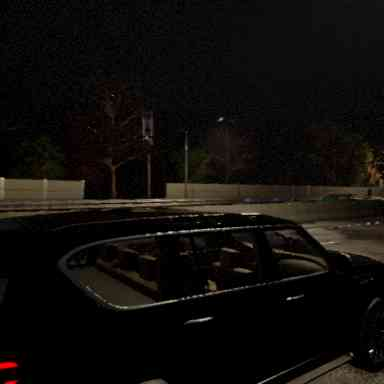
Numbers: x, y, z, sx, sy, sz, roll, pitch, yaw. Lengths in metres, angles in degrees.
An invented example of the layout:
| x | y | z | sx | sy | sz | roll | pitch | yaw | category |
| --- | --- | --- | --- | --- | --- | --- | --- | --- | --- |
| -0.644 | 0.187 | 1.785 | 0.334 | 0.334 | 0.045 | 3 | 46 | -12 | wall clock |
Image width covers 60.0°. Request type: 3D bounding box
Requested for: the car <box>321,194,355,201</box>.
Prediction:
| x | y | z | sx | sy | sz | roll | pitch | yaw | category |
| --- | --- | --- | --- | --- | --- | --- | --- | --- | --- |
| 15.772 | 1.211 | 36.728 | 5.566 | 2.045 | 2.150 | 0 | 0 | -35 | car |

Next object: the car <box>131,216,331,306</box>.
| x | y | z | sx | sy | sz | roll | pitch | yaw | category |
| --- | --- | --- | --- | --- | --- | --- | --- | --- | --- |
| 1.267 | 1.542 | 8.951 | 5.357 | 1.411 | 2.033 | 0 | 0 | -36 | car |

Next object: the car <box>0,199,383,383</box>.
| x | y | z | sx | sy | sz | roll | pitch | yaw | category |
| --- | --- | --- | --- | --- | --- | --- | --- | --- | --- |
| 0.309 | 1.220 | 3.968 | 5.566 | 2.045 | 2.150 | 0 | 0 | -36 | car |

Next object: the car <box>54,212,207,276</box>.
| x | y | z | sx | sy | sz | roll | pitch | yaw | category |
| --- | --- | --- | --- | --- | --- | --- | --- | --- | --- |
| -1.888 | 1.522 | 10.999 | 4.674 | 1.442 | 1.812 | 0 | 0 | -36 | car |

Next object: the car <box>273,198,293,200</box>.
| x | y | z | sx | sy | sz | roll | pitch | yaw | category |
| --- | --- | --- | --- | --- | --- | --- | --- | --- | --- |
| 10.824 | 1.492 | 37.501 | 4.892 | 1.490 | 1.837 | 1 | 0 | -35 | car |

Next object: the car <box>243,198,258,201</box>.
| x | y | z | sx | sy | sz | roll | pitch | yaw | category |
| --- | --- | --- | --- | --- | --- | --- | --- | --- | --- |
| 7.898 | 1.533 | 44.005 | 5.357 | 1.411 | 2.033 | 0 | 0 | -35 | car |
